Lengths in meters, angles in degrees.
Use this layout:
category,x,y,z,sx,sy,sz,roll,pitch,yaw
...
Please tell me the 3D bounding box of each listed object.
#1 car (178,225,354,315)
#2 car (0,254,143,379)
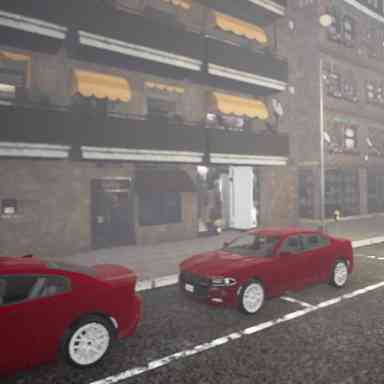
category,x,y,z,sx,sy,sz,roll,pitch,yaw
car,1.786,1.479,7.373,4.507,1.381,1.887,-1,0,-35
car,-2.820,1.544,4.099,4.507,1.381,1.887,-1,0,-35
